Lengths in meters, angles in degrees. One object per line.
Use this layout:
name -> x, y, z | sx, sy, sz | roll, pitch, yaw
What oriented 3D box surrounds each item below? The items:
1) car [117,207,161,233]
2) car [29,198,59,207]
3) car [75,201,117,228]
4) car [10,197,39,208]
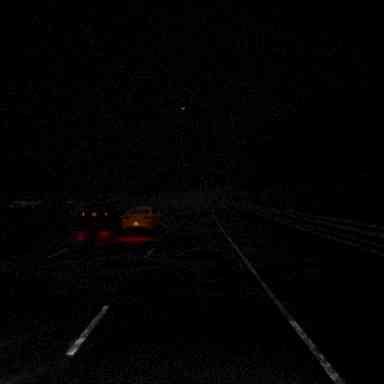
car -> -3.139, 1.685, 21.438 | 1.882, 1.535, 5.008 | 0, -1, 1
car -> -20.064, 1.998, 46.146 | 1.837, 1.490, 4.892 | 0, -1, 3
car -> -6.568, 1.592, 24.616 | 2.097, 1.767, 4.553 | 0, -1, 1
car -> -23.506, 1.728, 47.398 | 2.150, 2.045, 5.566 | 0, -1, 3
